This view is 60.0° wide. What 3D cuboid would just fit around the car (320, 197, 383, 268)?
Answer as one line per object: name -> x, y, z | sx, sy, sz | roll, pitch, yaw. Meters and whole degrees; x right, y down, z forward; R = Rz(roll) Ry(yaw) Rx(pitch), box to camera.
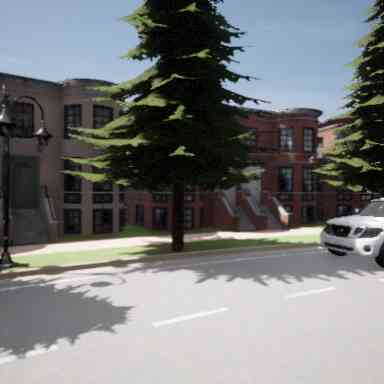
car -> 6.992, 1.184, 11.061 | 5.566, 2.045, 2.150 | 0, 0, -21
